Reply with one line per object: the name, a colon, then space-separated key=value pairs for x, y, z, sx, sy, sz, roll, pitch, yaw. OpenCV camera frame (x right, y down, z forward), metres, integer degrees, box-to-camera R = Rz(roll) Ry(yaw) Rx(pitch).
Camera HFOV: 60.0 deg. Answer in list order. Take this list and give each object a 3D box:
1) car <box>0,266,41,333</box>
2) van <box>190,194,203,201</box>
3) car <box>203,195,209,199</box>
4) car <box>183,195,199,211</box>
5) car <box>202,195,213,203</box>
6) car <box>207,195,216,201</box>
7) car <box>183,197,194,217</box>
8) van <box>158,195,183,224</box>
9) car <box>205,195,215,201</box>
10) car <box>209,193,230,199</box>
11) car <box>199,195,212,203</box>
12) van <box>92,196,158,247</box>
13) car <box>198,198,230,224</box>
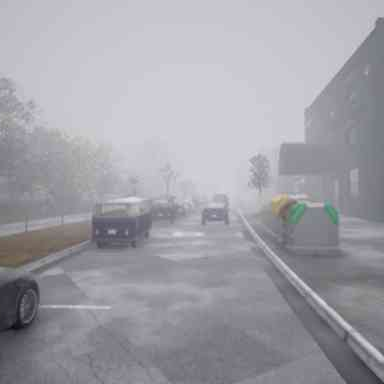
car: x=-3.608 y=1.521 z=3.925 sx=2.002 sy=1.452 sz=4.674 roll=-1 pitch=1 yaw=1
van: x=-0.101 y=1.307 z=42.672 sx=1.878 sy=1.987 sz=4.442 roll=0 pitch=0 yaw=8
car: x=1.093 y=1.577 z=53.577 sx=2.002 sy=1.452 sz=4.674 roll=0 pitch=0 yaw=7
car: x=-0.728 y=1.508 z=37.021 sx=2.231 sy=1.521 sz=4.892 roll=0 pitch=1 yaw=5
car: x=3.518 y=1.556 z=75.621 sx=2.097 sy=1.535 sz=5.008 roll=0 pitch=0 yaw=8
car: x=5.336 y=1.599 z=92.156 sx=2.097 sy=1.535 sz=5.008 roll=0 pitch=0 yaw=8
car: x=-1.331 y=1.535 z=31.543 sx=2.163 sy=1.488 sz=4.792 roll=0 pitch=1 yaw=5
van: x=-2.041 y=1.276 z=25.070 sx=1.878 sy=1.987 sz=4.442 roll=0 pitch=1 yaw=4
car: x=4.646 y=1.571 z=85.812 sx=1.946 sy=1.575 sz=5.366 roll=0 pitch=0 yaw=8
car: x=3.700 y=1.242 z=42.948 sx=2.150 sy=2.045 sz=5.566 roll=0 pitch=0 yaw=6
car: x=2.912 y=1.535 z=70.107 sx=2.097 sy=1.535 sz=5.008 roll=0 pitch=0 yaw=8
van: x=-2.977 y=1.268 z=15.162 sx=1.878 sy=1.987 sz=4.442 roll=0 pitch=1 yaw=4
car: x=1.786 y=1.496 z=25.071 sx=1.882 sy=1.535 sz=5.008 roll=0 pitch=0 yaw=6
